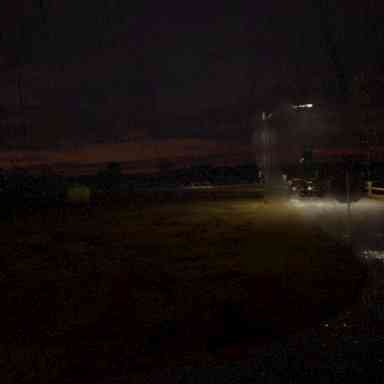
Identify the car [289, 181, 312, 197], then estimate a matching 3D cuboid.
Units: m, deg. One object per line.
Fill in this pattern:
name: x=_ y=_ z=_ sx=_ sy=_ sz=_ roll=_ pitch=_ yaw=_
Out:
car: x=12.061 y=-0.435 z=37.158 sx=2.097 sy=1.767 sz=4.553 roll=-2 pitch=2 yaw=12
